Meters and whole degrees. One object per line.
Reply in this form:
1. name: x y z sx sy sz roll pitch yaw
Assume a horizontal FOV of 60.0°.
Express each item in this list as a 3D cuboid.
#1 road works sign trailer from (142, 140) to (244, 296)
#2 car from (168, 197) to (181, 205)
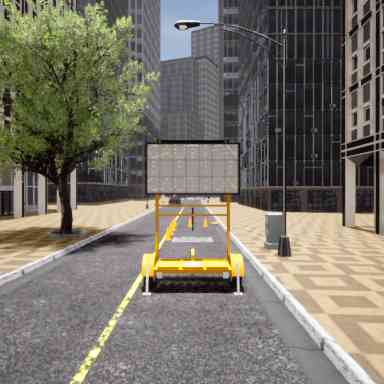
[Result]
1. road works sign trailer: 0.018 0.464 8.636 2.380 3.560 2.880 0 0 0
2. car: -2.641 1.524 51.194 1.882 1.535 5.008 0 0 0
